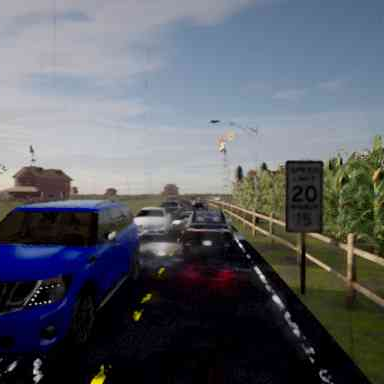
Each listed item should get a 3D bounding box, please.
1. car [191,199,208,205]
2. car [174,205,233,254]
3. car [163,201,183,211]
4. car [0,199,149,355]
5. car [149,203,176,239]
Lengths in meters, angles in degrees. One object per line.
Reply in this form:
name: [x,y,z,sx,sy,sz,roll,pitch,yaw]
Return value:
car: [0.917,1.600,40.051,2.128,1.511,4.902,1,0,-1]
car: [0.659,1.523,13.676,2.128,1.511,4.902,1,0,3]
car: [-1.905,1.544,29.176,1.837,1.490,4.892,1,0,0]
car: [-2.476,1.200,6.510,2.150,2.045,5.566,1,0,2]
car: [-2.076,1.532,17.545,1.812,1.442,4.674,1,0,1]
